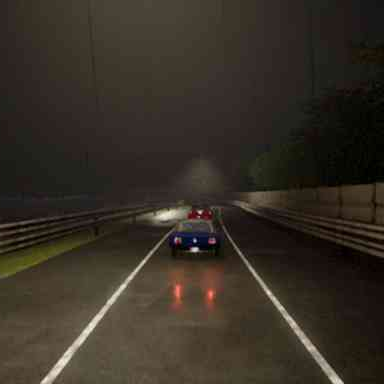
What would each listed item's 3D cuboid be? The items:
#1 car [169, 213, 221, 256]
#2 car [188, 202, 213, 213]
[{"bbox_3d":[0.165,1.779,14.009,1.895,1.301,4.718,0,-1,2],"label":"car"},{"bbox_3d":[0.781,1.729,28.919,2.097,1.767,4.553,0,-1,3],"label":"car"}]
